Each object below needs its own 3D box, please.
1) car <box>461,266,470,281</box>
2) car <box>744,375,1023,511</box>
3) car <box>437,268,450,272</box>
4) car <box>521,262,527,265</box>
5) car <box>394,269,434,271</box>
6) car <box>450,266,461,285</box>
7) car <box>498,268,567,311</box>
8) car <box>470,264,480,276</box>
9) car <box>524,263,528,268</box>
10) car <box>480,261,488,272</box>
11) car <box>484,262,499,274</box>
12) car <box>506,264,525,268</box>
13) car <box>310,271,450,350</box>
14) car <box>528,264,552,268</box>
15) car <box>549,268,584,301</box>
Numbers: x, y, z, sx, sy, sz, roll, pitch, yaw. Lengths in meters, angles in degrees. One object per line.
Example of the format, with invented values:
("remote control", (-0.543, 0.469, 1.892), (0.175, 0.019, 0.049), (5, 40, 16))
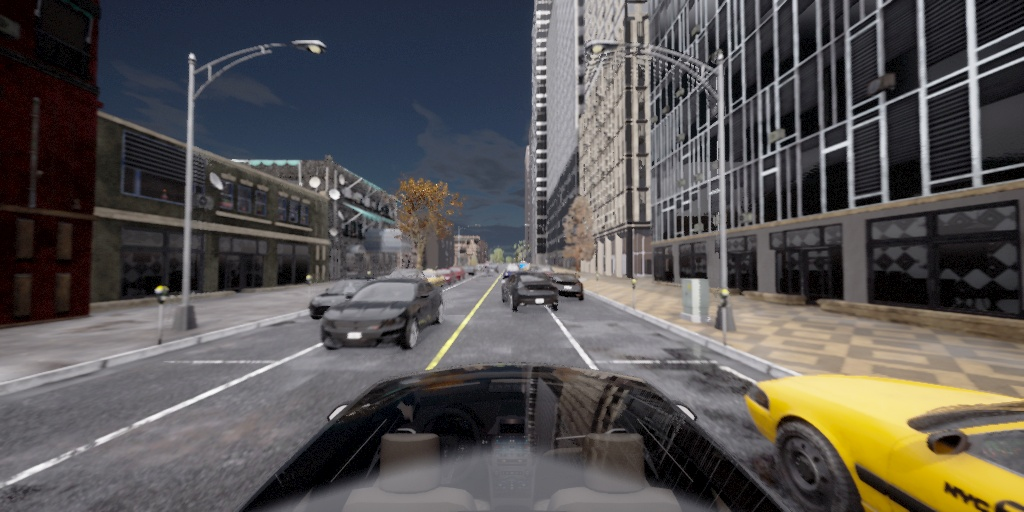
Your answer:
("car", (-5.703, 1.753, 35.951), (1.888, 1.381, 4.507), (0, 0, 0))
("car", (3.149, 1.200, 1.210), (1.801, 1.575, 5.366), (0, -1, 0))
("car", (-5.698, 1.581, 24.494), (1.751, 1.417, 4.829), (0, 0, 0))
("car", (2.637, 2.036, 58.643), (1.751, 1.417, 4.829), (0, 0, 0))
("car", (-5.696, 1.420, 19.021), (1.967, 1.591, 4.097), (0, 0, 0))
("car", (-5.700, 1.714, 30.308), (1.802, 1.307, 4.207), (0, 0, 0))
("car", (0.673, 1.439, 15.590), (1.837, 1.490, 4.892), (0, -1, -8))
("car", (-5.707, 1.925, 47.238), (1.948, 1.339, 4.313), (0, 0, 0))
("car", (2.643, 1.849, 41.543), (1.948, 1.339, 4.313), (0, 0, 0))
("car", (-5.713, 2.138, 64.169), (2.007, 1.370, 4.403), (0, 0, 0))
("car", (-3.025, 2.013, 56.707), (1.812, 1.442, 4.674), (0, -1, 0))
("car", (0.082, 1.825, 37.179), (1.895, 1.301, 4.718), (0, -1, 0))
("car", (-3.105, 1.332, 9.563), (1.882, 1.535, 5.008), (0, -1, 0))
("car", (2.647, 1.571, 30.255), (1.967, 1.591, 4.097), (0, 0, 0))
("car", (2.651, 1.545, 18.968), (1.948, 1.339, 4.313), (0, 0, 0))
